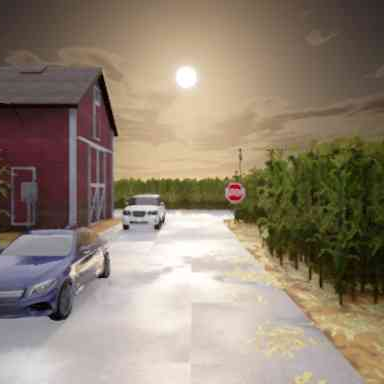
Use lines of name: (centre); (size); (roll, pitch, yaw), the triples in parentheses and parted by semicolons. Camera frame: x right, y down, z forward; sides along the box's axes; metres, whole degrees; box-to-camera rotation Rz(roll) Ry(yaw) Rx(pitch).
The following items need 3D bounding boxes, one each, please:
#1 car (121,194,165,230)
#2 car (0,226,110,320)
car: (-2.941, 1.184, 21.300); (2.150, 2.045, 5.566); (0, 0, 0)
car: (-3.137, 1.542, 7.505); (1.812, 1.442, 4.674); (0, 0, 0)
